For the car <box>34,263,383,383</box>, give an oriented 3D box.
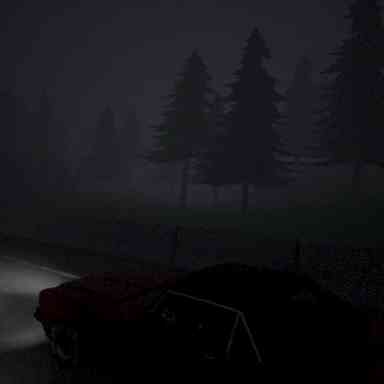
[{"bbox_3d":[0.242,1.545,3.820,4.718,1.301,1.895,2,1,35],"label":"car"}]
